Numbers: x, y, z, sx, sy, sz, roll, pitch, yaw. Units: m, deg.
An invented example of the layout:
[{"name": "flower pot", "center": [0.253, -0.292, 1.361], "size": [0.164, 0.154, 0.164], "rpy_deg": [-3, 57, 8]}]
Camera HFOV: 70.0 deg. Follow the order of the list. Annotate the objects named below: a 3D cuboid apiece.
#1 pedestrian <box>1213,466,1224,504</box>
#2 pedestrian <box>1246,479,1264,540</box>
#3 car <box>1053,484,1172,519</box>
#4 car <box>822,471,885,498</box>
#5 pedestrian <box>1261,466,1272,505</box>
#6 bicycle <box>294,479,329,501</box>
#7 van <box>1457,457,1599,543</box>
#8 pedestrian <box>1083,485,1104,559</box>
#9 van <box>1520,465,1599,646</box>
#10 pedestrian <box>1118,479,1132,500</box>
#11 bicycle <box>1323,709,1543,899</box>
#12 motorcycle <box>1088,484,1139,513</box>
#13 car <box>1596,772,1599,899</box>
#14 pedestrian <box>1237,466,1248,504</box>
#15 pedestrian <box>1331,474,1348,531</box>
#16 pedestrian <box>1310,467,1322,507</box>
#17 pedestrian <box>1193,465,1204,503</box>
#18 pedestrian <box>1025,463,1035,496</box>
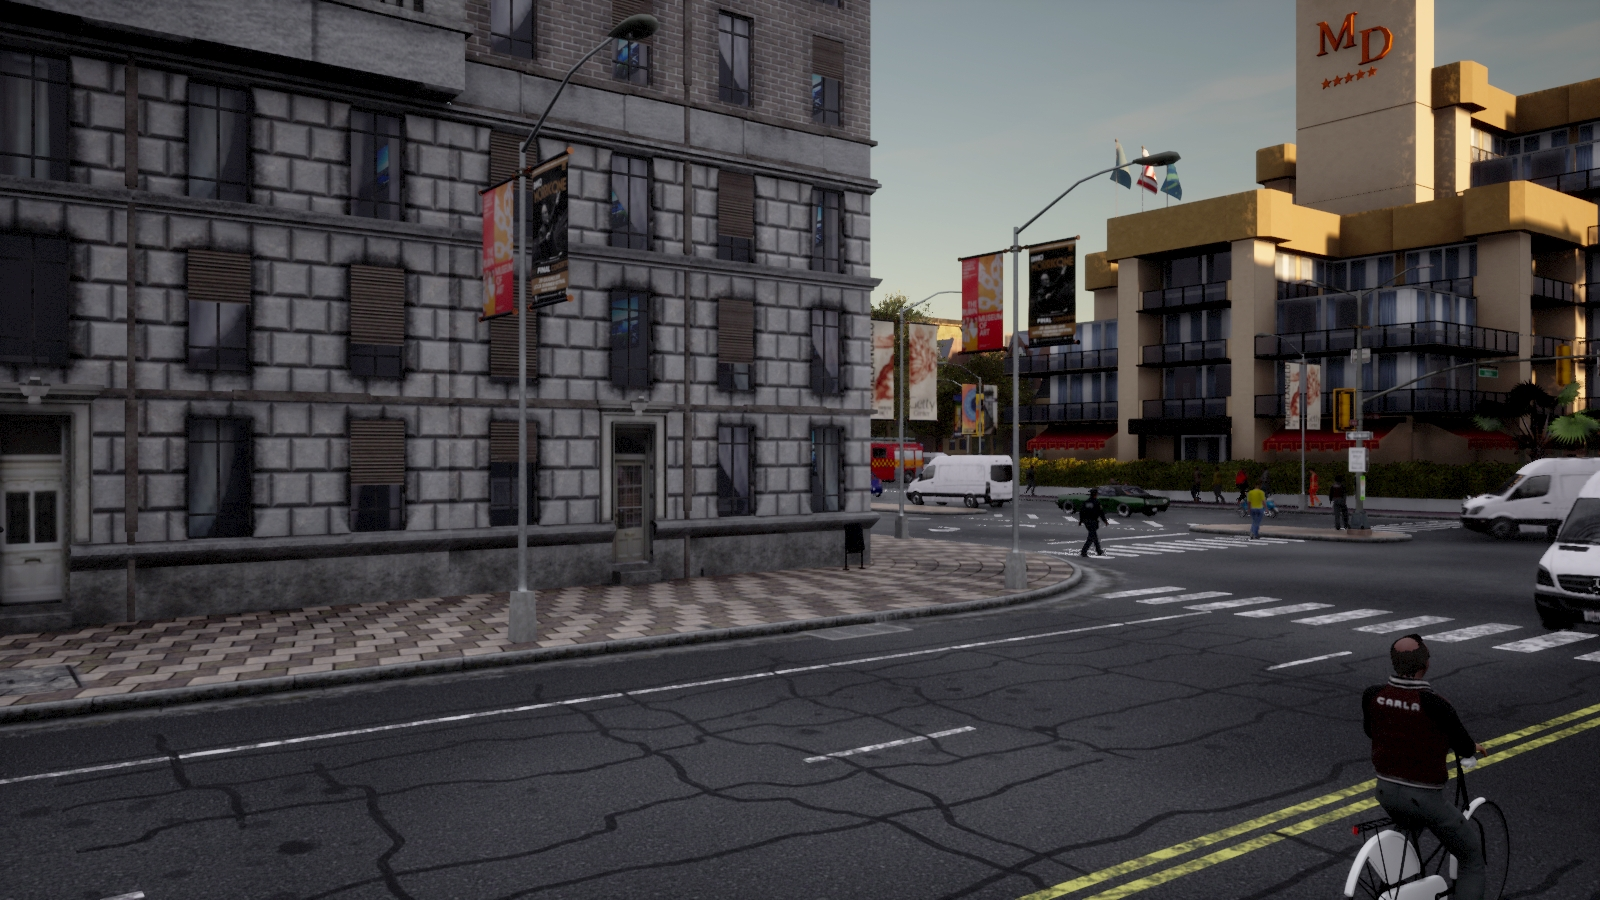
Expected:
[{"name": "pedestrian", "center": [20.476, 1.698, 55.943], "size": [0.375, 1.860, 0.375], "rpy_deg": [0, 0, -37]}, {"name": "pedestrian", "center": [14.164, 1.849, 35.558], "size": [0.375, 1.860, 0.375], "rpy_deg": [0, 0, -42]}, {"name": "car", "center": [13.204, 2.155, 48.580], "size": [1.895, 1.301, 4.718], "rpy_deg": [0, 0, -37]}, {"name": "car", "center": [3.180, 2.038, 67.880], "size": [1.845, 1.501, 3.633], "rpy_deg": [0, 0, -37]}, {"name": "pedestrian", "center": [22.261, 1.696, 54.487], "size": [0.375, 1.860, 0.375], "rpy_deg": [0, 0, -45]}, {"name": "bicycle", "center": [-27.365, 2.246, 63.956], "size": [1.835, 1.171, 0.329], "rpy_deg": [-1, -6, 7]}, {"name": "van", "center": [24.113, 1.534, 35.778], "size": [5.915, 2.561, 1.988], "rpy_deg": [0, 1, 23]}, {"name": "pedestrian", "center": [7.571, 1.849, 29.501], "size": [0.375, 1.860, 0.375], "rpy_deg": [0, 0, -39]}, {"name": "van", "center": [13.864, 1.534, 18.235], "size": [5.915, 2.561, 1.988], "rpy_deg": [0, 0, -36]}, {"name": "pedestrian", "center": [17.267, 2.076, 60.684], "size": [0.500, 1.100, 0.500], "rpy_deg": [0, 0, -36]}, {"name": "bicycle", "center": [3.626, 2.210, 6.476], "size": [1.835, 1.171, 0.329], "rpy_deg": [0, 0, -35]}, {"name": "motorcycle", "center": [14.468, 2.205, 52.747], "size": [0.867, 1.251, 2.209], "rpy_deg": [0, 0, -37]}, {"name": "car", "center": [4.999, 1.754, 3.274], "size": [6.274, 2.098, 2.390], "rpy_deg": [0, 0, -34]}, {"name": "pedestrian", "center": [21.496, 1.696, 55.495], "size": [0.375, 1.860, 0.375], "rpy_deg": [0, 0, -32]}, {"name": "pedestrian", "center": [17.574, 1.704, 37.226], "size": [0.375, 1.860, 0.375], "rpy_deg": [0, 0, 45]}, {"name": "pedestrian", "center": [23.742, 1.696, 52.547], "size": [0.375, 1.860, 0.375], "rpy_deg": [0, 0, -40]}, {"name": "pedestrian", "center": [19.838, 1.696, 56.885], "size": [0.375, 1.860, 0.375], "rpy_deg": [0, 0, -32]}, {"name": "pedestrian", "center": [13.294, 1.698, 66.021], "size": [0.375, 1.860, 0.375], "rpy_deg": [0, 0, -36]}]
